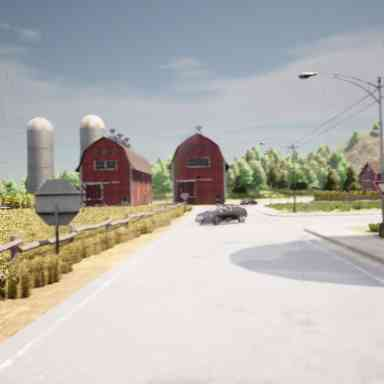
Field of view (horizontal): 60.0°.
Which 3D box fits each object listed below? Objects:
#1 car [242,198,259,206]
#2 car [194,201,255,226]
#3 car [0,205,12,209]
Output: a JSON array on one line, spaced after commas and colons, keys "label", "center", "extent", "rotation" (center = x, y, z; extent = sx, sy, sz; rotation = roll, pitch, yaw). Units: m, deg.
[{"label": "car", "center": [10.837, 1.920, 62.611], "extent": [1.812, 1.442, 4.674], "rotation": [-3, -1, 40]}, {"label": "car", "center": [2.264, 1.730, 25.534], "extent": [4.902, 1.511, 2.128], "rotation": [-1, -1, -44]}, {"label": "car", "center": [-43.257, 3.591, 75.670], "extent": [4.181, 1.385, 1.994], "rotation": [-2, -1, 0]}]
